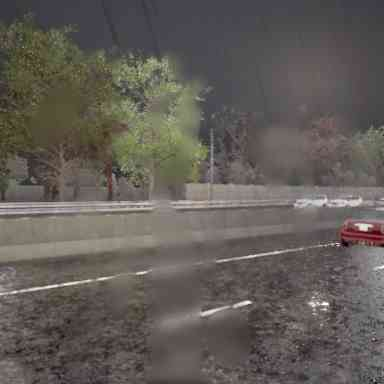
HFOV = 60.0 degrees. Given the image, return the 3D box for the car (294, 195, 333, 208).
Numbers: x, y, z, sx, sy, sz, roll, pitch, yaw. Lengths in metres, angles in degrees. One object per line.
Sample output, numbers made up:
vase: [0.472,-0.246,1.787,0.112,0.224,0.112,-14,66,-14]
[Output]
car: [16.472,1.438,45.715,5.566,2.045,2.150,0,0,-36]

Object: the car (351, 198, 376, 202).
car: [22.186,1.757,41.294,4.674,1.442,1.812,0,0,-35]

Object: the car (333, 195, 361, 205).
car: [20.606,1.458,44.461,5.566,2.045,2.150,1,0,-35]

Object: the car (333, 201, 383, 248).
car: [8.305,1.428,13.980,4.553,1.767,2.097,0,0,-35]
